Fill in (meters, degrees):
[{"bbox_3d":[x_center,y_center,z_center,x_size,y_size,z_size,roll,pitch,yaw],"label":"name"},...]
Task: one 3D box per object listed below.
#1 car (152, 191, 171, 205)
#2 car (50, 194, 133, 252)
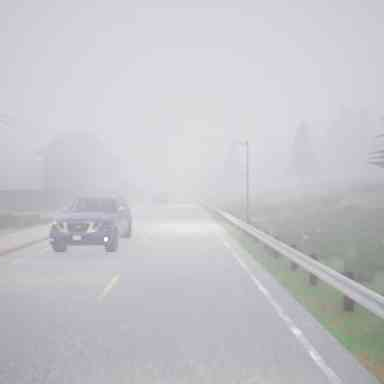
[{"bbox_3d":[-4.853,0.889,50.681,2.150,2.045,5.566,0,0,-1],"label":"car"},{"bbox_3d":[-3.868,1.139,13.797,2.150,2.045,5.566,0,1,-1],"label":"car"}]
